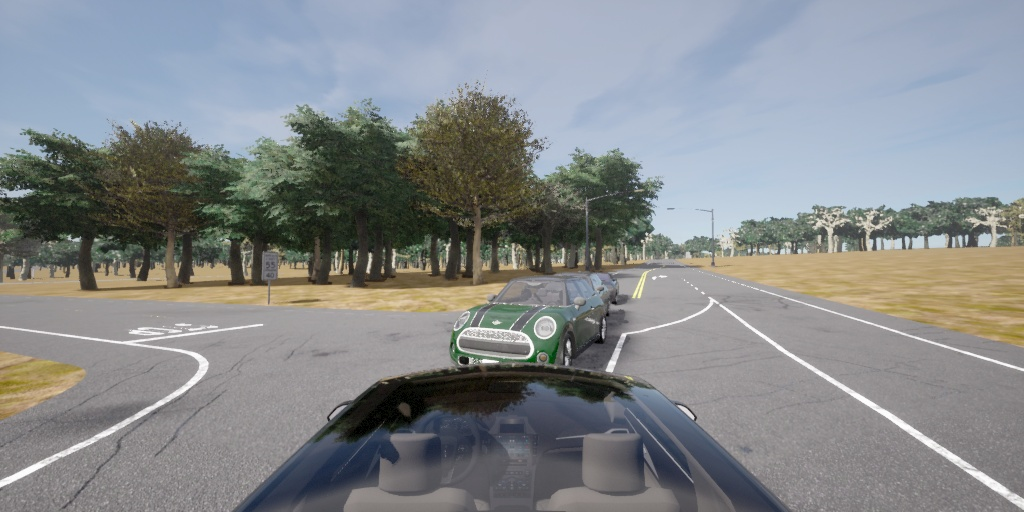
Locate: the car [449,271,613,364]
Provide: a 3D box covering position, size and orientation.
[{"bbox_3d":[0.627,1.217,7.763,2.097,1.767,4.553,-1,-2,26],"label":"car"}]

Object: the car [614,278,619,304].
[{"bbox_3d":[4.236,1.508,17.800,1.994,1.385,4.181,-1,0,19],"label":"car"}]
